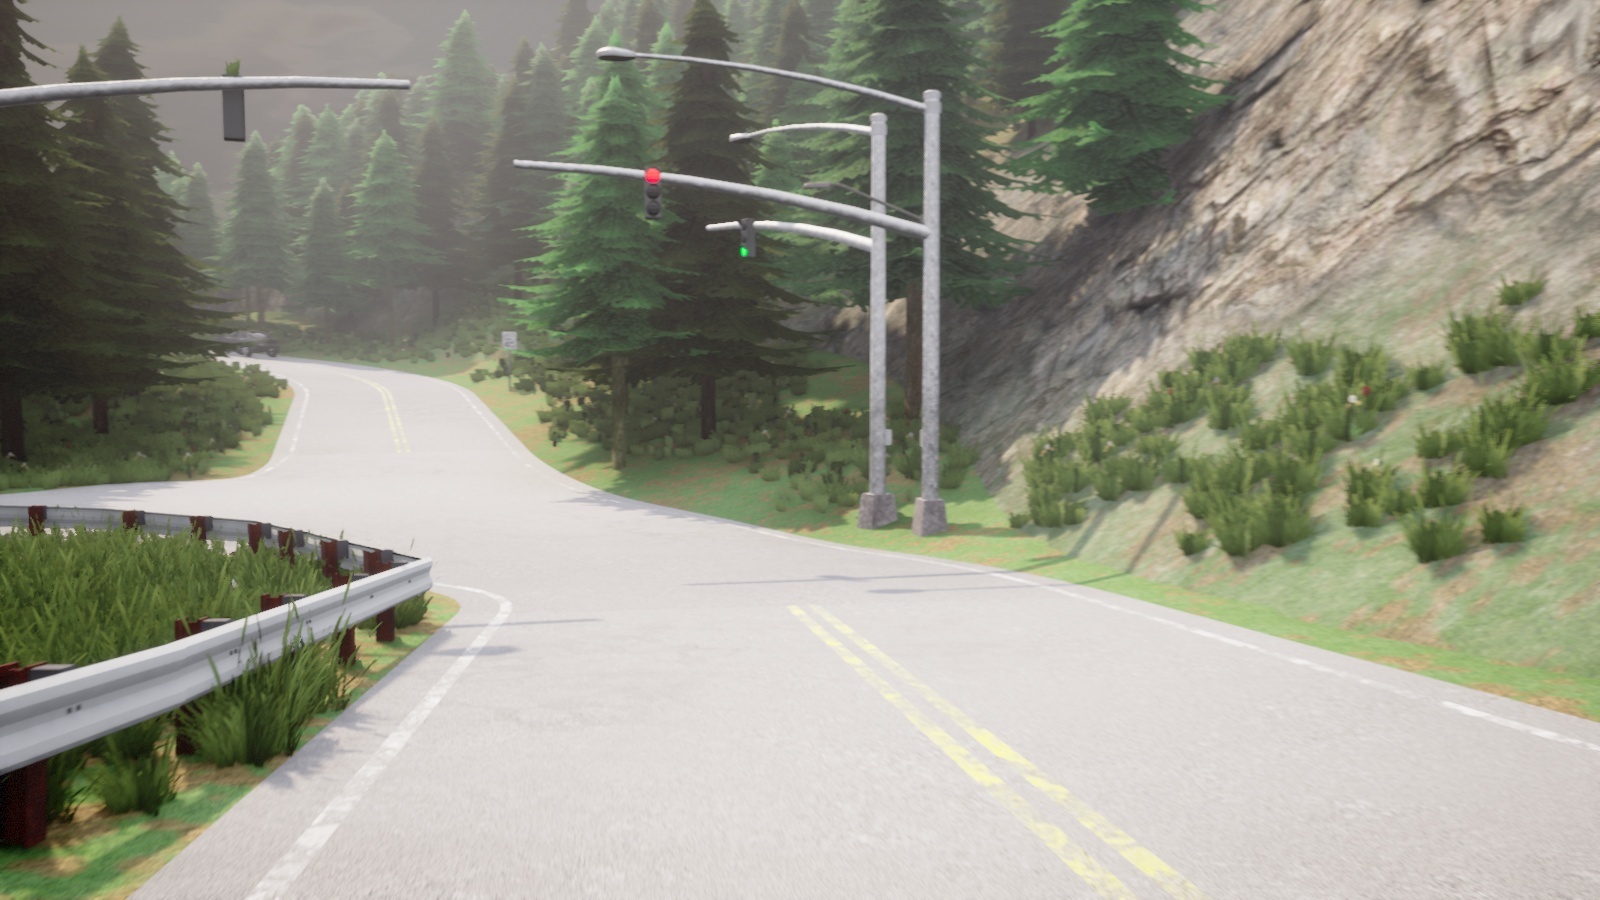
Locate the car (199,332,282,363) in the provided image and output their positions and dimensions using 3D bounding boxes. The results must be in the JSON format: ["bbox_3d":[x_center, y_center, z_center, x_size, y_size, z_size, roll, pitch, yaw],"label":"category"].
[{"bbox_3d":[-32.485,-5.959,72.874,4.892,1.490,1.837,7,7,30],"label":"car"}]
